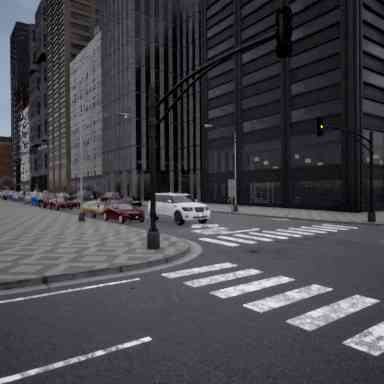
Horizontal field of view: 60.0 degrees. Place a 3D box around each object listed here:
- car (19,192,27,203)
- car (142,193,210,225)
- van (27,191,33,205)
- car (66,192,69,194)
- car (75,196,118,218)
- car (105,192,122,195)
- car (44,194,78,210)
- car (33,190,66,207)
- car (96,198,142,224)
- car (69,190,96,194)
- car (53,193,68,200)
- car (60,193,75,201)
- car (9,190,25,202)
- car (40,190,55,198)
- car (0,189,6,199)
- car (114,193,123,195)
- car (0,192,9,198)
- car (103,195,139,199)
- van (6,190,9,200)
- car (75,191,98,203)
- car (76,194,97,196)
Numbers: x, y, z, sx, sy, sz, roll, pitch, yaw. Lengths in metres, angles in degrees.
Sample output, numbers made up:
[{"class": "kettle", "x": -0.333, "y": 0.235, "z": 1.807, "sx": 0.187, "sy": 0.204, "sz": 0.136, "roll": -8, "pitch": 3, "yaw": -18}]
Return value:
[{"class": "car", "x": -24.803, "y": 1.124, "z": 51.336, "sx": 2.008, "sy": 1.369, "sz": 4.403, "roll": 0, "pitch": 1, "yaw": -36}, {"class": "car", "x": -1.078, "y": 1.084, "z": 23.303, "sx": 2.150, "sy": 2.045, "sz": 5.566, "roll": -1, "pitch": 1, "yaw": -36}, {"class": "van", "x": -21.500, "y": 0.968, "z": 46.781, "sx": 1.690, "sy": 1.788, "sz": 3.998, "roll": 0, "pitch": 1, "yaw": -36}, {"class": "car", "x": -21.905, "y": 0.828, "z": 57.300, "sx": 2.097, "sy": 1.767, "sz": 4.553, "roll": -1, "pitch": 1, "yaw": -36}, {"class": "car", "x": -8.191, "y": 1.351, "z": 28.432, "sx": 1.752, "sy": 1.417, "sz": 4.829, "roll": 0, "pitch": 1, "yaw": -36}, {"class": "car", "x": -11.295, "y": 0.896, "z": 47.231, "sx": 2.192, "sy": 1.841, "sz": 5.009, "roll": 0, "pitch": 1, "yaw": -36}, {"class": "car", "x": -14.895, "y": 1.274, "z": 37.676, "sx": 1.887, "sy": 1.381, "sz": 4.507, "roll": 0, "pitch": 1, "yaw": -36}, {"class": "car", "x": -18.197, "y": 0.994, "z": 42.228, "sx": 2.192, "sy": 1.841, "sz": 5.009, "roll": 0, "pitch": 1, "yaw": -36}, {"class": "car", "x": -4.988, "y": 1.415, "z": 24.017, "sx": 1.887, "sy": 1.381, "sz": 4.507, "roll": 0, "pitch": 1, "yaw": -36}, {"class": "car", "x": -15.724, "y": 0.797, "z": 48.847, "sx": 2.150, "sy": 2.045, "sz": 5.566, "roll": -1, "pitch": 1, "yaw": -38}, {"class": "car", "x": -27.807, "y": 0.851, "z": 69.997, "sx": 1.887, "sy": 1.381, "sz": 4.507, "roll": 0, "pitch": 1, "yaw": -36}, {"class": "car", "x": -24.505, "y": 0.946, "z": 65.445, "sx": 1.802, "sy": 1.307, "sz": 4.206, "roll": 0, "pitch": 1, "yaw": -36}, {"class": "car", "x": -31.408, "y": 0.901, "z": 60.441, "sx": 1.967, "sy": 1.590, "sz": 4.097, "roll": 0, "pitch": 1, "yaw": -36}, {"class": "car", "x": -34.410, "y": 0.506, "z": 79.100, "sx": 2.192, "sy": 1.841, "sz": 5.009, "roll": 0, "pitch": 1, "yaw": -36}, {"class": "car", "x": -38.012, "y": 0.661, "z": 69.546, "sx": 2.192, "sy": 1.841, "sz": 5.009, "roll": 0, "pitch": 1, "yaw": -36}, {"class": "car", "x": -7.993, "y": 1.198, "z": 42.680, "sx": 1.947, "sy": 1.339, "sz": 4.313, "roll": 0, "pitch": 1, "yaw": -36}, {"class": "car", "x": -44.618, "y": 0.775, "z": 78.653, "sx": 1.887, "sy": 1.381, "sz": 4.507, "roll": 0, "pitch": 1, "yaw": -36}, {"class": "car", "x": -7.089, "y": 1.326, "z": 31.601, "sx": 2.033, "sy": 1.411, "sz": 5.357, "roll": -1, "pitch": 1, "yaw": -35}, {"class": "van", "x": -34.709, "y": 0.745, "z": 64.993, "sx": 1.690, "sy": 1.788, "sz": 3.998, "roll": 0, "pitch": 1, "yaw": -36}, {"class": "car", "x": -17.899, "y": 0.791, "z": 56.336, "sx": 2.192, "sy": 1.841, "sz": 5.009, "roll": 0, "pitch": 1, "yaw": -36}, {"class": "car", "x": -12.980, "y": 1.257, "z": 39.748, "sx": 1.994, "sy": 1.385, "sz": 4.181, "roll": -1, "pitch": 1, "yaw": -35}]
